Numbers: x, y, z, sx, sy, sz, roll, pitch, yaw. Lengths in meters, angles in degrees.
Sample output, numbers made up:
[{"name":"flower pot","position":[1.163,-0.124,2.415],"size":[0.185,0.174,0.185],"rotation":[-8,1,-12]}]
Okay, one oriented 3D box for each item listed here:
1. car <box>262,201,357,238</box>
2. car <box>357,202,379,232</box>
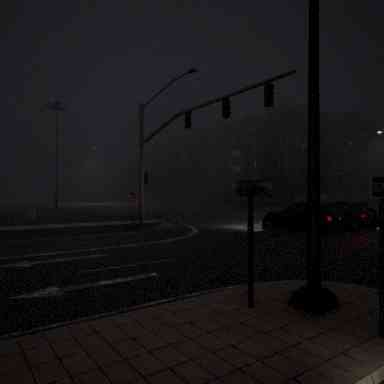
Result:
[{"name":"car","position":[5.991,1.352,18.007],"size":[2.097,1.767,4.553],"rotation":[0,0,-36]},{"name":"car","position":[8.732,1.352,20.191],"size":[2.097,1.767,4.553],"rotation":[0,0,-36]}]
